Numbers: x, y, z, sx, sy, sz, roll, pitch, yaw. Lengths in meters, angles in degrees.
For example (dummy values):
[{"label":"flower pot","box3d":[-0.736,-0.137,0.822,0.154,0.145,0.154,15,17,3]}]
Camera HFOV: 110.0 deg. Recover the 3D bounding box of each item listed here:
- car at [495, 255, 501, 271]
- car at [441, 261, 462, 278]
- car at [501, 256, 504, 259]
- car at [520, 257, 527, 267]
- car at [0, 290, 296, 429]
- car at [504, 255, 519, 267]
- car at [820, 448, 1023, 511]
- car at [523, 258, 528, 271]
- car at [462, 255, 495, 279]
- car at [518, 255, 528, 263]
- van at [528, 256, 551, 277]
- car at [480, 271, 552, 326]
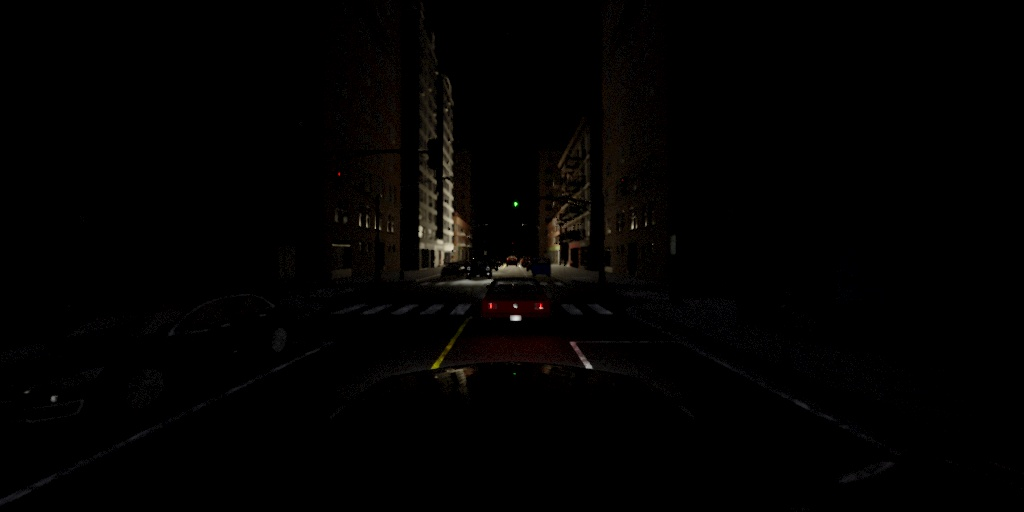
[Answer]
[{"label":"car","box3d":[-2.834,0.860,45.045,2.150,2.045,5.566,0,0,0]},{"label":"car","box3d":[-5.388,1.219,32.896,2.007,1.370,4.403,0,0,0]},{"label":"car","box3d":[-2.806,1.157,59.370,1.994,1.385,4.181,0,0,0]},{"label":"car","box3d":[2.636,1.187,55.631,1.802,1.307,4.207,0,0,0]},{"label":"car","box3d":[-5.387,1.290,5.815,2.007,1.370,4.403,0,0,0]},{"label":"car","box3d":[-0.002,1.061,62.199,1.882,1.535,5.008,0,0,0]},{"label":"car","box3d":[2.638,1.193,0.305,1.967,1.591,4.097,0,0,0]},{"label":"car","box3d":[2.636,1.220,44.267,1.802,1.307,4.207,0,0,0]},{"label":"car","box3d":[-2.800,1.025,31.338,2.097,1.767,4.553,0,0,-1]},{"label":"car","box3d":[2.636,0.901,61.312,2.192,1.841,5.009,0,0,0]},{"label":"van","box3d":[2.637,1.009,32.905,1.690,1.789,3.998,0,0,0]},{"label":"car","box3d":[0.102,1.325,11.558,1.895,1.301,4.718,0,0,0]}]
